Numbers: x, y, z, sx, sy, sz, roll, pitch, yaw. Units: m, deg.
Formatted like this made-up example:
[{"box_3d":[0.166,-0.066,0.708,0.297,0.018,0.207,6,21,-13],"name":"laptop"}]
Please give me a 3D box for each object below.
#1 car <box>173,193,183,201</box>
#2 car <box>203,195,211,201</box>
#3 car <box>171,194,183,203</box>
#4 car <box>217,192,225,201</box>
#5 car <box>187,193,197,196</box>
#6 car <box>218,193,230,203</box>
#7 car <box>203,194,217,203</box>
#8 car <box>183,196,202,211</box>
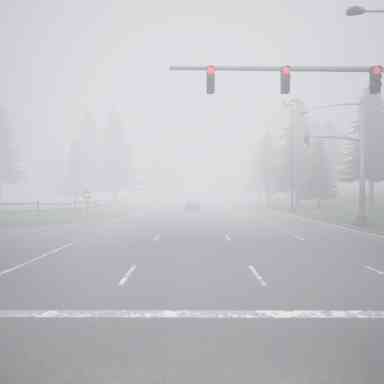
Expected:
[{"box_3d":[-3.410,1.187,80.755,2.097,1.767,4.553,0,0,0],"name":"car"},{"box_3d":[3.590,1.427,80.807,1.895,1.301,4.718,0,0,0],"name":"car"},{"box_3d":[-3.422,1.531,70.365,2.033,1.411,5.357,0,0,0],"name":"car"},{"box_3d":[7.090,1.057,80.803,2.150,2.045,5.566,0,0,0],"name":"car"},{"box_3d":[0.079,1.545,70.778,1.994,1.385,4.181,0,0,0],"name":"car"},{"box_3d":[7.079,1.516,70.770,1.812,1.442,4.674,0,0,0],"name":"car"},{"box_3d":[3.578,1.516,70.357,2.128,1.511,4.902,0,0,0],"name":"car"},{"box_3d":[0.044,1.525,39.748,1.812,1.442,4.674,0,0,0],"name":"car"}]
